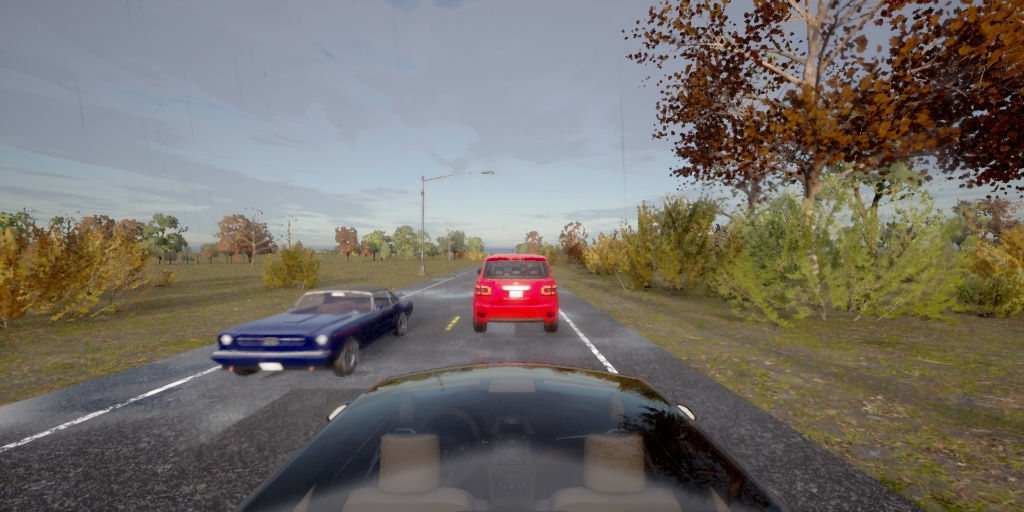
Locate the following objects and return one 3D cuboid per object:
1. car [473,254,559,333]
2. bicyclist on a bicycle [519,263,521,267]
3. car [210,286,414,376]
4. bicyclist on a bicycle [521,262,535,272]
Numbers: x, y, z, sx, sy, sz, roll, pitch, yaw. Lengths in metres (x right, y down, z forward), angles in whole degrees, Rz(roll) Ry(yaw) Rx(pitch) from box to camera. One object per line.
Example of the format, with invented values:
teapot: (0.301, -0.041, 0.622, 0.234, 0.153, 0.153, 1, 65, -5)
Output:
car: (0.087, 0.968, 10.915, 2.150, 2.045, 5.566, 0, 0, 0)
bicyclist on a bicycle: (0.891, 1.111, 28.634, 0.659, 1.776, 1.843, 0, 0, 0)
car: (-3.606, 1.349, 7.573, 1.895, 1.301, 4.718, 0, 0, 0)
bicyclist on a bicycle: (0.935, 1.114, 18.621, 0.659, 1.776, 1.843, 0, 0, 0)
